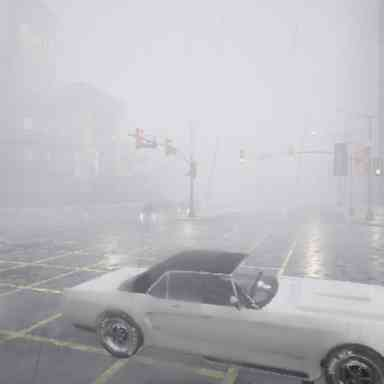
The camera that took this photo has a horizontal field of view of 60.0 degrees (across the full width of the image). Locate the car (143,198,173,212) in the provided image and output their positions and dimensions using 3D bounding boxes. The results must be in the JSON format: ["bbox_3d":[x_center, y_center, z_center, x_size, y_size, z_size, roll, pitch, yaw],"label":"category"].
[{"bbox_3d":[-3.925,1.478,38.910,1.882,1.535,5.008,0,0,22],"label":"car"}]

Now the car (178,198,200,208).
[{"bbox_3d":[-0.373,1.601,48.487,1.895,1.301,4.718,0,0,21],"label":"car"}]

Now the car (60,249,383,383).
[{"bbox_3d":[0.592,1.595,4.823,4.718,1.301,1.895,0,0,20],"label":"car"}]
